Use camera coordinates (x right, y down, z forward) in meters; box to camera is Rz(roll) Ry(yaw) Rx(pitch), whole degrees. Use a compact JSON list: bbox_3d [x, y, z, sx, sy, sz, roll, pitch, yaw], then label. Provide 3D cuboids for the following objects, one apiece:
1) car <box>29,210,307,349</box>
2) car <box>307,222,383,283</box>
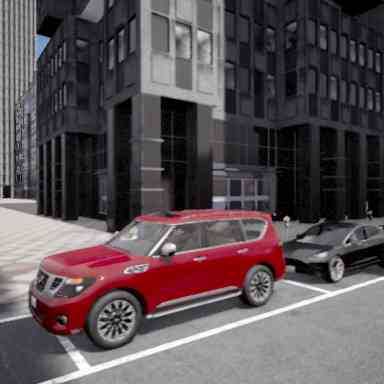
[{"bbox_3d":[-0.314,1.315,6.436,5.009,1.841,2.192,0,0,-36],"label":"car"},{"bbox_3d":[4.241,1.566,9.697,4.313,1.339,1.947,0,0,-36],"label":"car"}]
